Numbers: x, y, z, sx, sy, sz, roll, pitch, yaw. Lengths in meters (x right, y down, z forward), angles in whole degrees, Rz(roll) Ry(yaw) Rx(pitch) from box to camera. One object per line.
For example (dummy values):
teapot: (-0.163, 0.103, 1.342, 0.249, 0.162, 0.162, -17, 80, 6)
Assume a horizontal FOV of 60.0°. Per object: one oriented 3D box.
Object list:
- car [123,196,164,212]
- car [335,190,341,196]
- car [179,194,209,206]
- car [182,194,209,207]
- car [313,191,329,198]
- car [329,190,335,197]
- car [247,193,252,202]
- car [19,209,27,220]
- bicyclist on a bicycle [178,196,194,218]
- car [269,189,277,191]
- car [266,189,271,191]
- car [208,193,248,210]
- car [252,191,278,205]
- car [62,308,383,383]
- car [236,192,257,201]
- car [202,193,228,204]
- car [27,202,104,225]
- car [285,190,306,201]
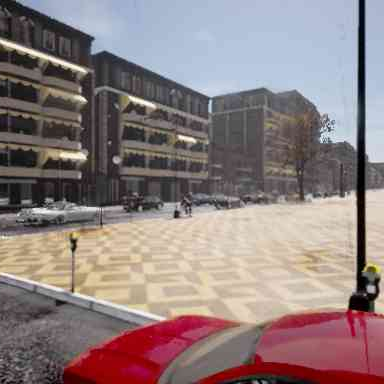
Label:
car: (-4.900, 1.201, 33.852, 1.837, 1.490, 4.892, 0, 1, 35)
car: (35.755, 0.183, 82.351, 1.967, 1.590, 4.097, 1, 2, 35)
car: (0.325, 1.054, 45.926, 1.947, 1.339, 4.313, 1, 2, 35)
car: (0.970, 1.027, 42.305, 2.128, 1.511, 4.902, 0, 1, 35)
car: (26.241, 0.548, 68.621, 2.008, 1.369, 4.403, 1, 2, 35)
car: (29.412, 0.463, 73.197, 2.008, 1.369, 4.403, 1, 2, 35)
car: (8.988, 0.944, 48.366, 2.033, 1.411, 5.357, 0, 1, 35)
car: (-10.630, 1.455, 25.586, 1.895, 1.301, 4.718, 0, 1, 35)
bicyclist on a bicycle: (-0.528, 1.098, 24.820, 1.656, 1.620, 0.582, 0, 1, 35)
car: (16.184, 0.374, 68.810, 2.192, 1.841, 5.009, 1, 2, 35)
car: (12.913, 0.672, 64.097, 1.752, 1.417, 4.829, 1, 2, 35)
car: (4.042, 1.149, 36.575, 2.008, 1.369, 4.403, 1, 2, 35)
car: (10.385, 0.976, 45.731, 2.008, 1.369, 4.403, 1, 2, 35)
car: (0.926, 1.547, 2.204, 4.507, 1.381, 1.887, 0, 0, 36)
car: (9.839, 0.796, 59.660, 1.947, 1.339, 4.313, 1, 2, 35)
car: (3.496, 0.953, 50.504, 2.008, 1.369, 4.403, 1, 2, 35)
car: (-8.530, 1.474, 23.278, 1.895, 1.301, 4.718, 0, 1, 36)
car: (16.825, 0.776, 55.027, 1.752, 1.417, 4.829, 1, 2, 35)
